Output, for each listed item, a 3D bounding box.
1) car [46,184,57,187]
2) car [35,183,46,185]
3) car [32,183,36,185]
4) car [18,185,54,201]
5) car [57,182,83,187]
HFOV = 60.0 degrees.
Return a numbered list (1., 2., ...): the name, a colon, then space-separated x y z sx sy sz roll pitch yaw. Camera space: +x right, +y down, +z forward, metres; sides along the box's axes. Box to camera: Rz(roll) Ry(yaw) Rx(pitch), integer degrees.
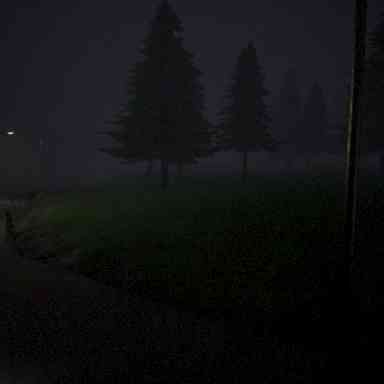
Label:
1. car: -32.538 -1.301 81.476 2.097 1.767 4.553 3 1 22
2. car: -35.796 -1.300 82.766 1.812 1.442 4.674 3 1 22
3. car: -39.034 -1.493 84.080 1.837 1.490 4.892 3 1 22
4. car: -19.440 0.305 40.950 2.128 1.511 4.902 2 1 2
5. car: -29.298 -1.133 80.162 2.097 1.767 4.553 3 1 22
